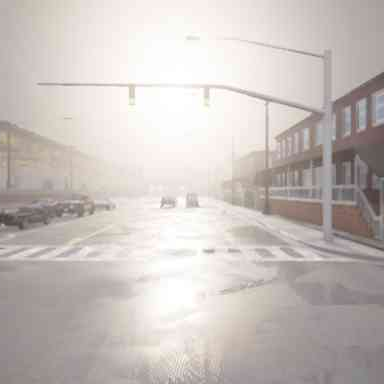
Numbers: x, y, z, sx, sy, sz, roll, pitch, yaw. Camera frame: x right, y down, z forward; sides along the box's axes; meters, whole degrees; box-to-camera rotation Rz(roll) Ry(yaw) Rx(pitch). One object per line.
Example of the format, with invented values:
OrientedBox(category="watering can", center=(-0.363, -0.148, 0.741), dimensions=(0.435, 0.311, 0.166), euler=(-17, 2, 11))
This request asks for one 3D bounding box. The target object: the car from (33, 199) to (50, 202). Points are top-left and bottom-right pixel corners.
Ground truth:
OrientedBox(category="car", center=(-14.095, 1.406, 31.375), dimensions=(1.882, 1.535, 5.008), euler=(0, 0, 0))

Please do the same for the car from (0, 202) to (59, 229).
OrientedBox(category="car", center=(-10.613, 1.552, 21.073), dimensions=(1.895, 1.301, 4.718), euler=(0, 0, 3))

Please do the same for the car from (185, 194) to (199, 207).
OrientedBox(category="car", center=(0.097, 1.435, 49.121), dimensions=(2.033, 1.411, 5.357), euler=(0, 0, 0))

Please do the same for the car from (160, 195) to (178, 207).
OrientedBox(category="car", center=(-3.501, 1.238, 49.447), dimensions=(2.097, 1.767, 4.553), euler=(0, 0, 0))

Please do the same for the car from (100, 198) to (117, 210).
OrientedBox(category="car", center=(-10.562, 1.433, 40.493), dimensions=(1.812, 1.442, 4.674), euler=(0, 0, 0))

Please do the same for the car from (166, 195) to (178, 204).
OrientedBox(category="car", center=(-3.507, 1.341, 59.445), dimensions=(1.882, 1.535, 5.008), euler=(0, 0, 0))

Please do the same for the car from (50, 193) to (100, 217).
OrientedBox(category="car", center=(-10.596, 1.151, 30.697), dimensions=(2.150, 2.045, 5.566), euler=(0, 0, 0))

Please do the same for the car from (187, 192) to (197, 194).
OrientedBox(category="car", center=(-0.007, 1.084, 59.766), dimensions=(2.150, 2.045, 5.566), euler=(0, 0, 0))

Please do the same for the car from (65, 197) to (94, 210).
OrientedBox(category="car", center=(-14.046, 1.382, 41.838), dimensions=(1.882, 1.535, 5.008), euler=(0, 0, 1))
